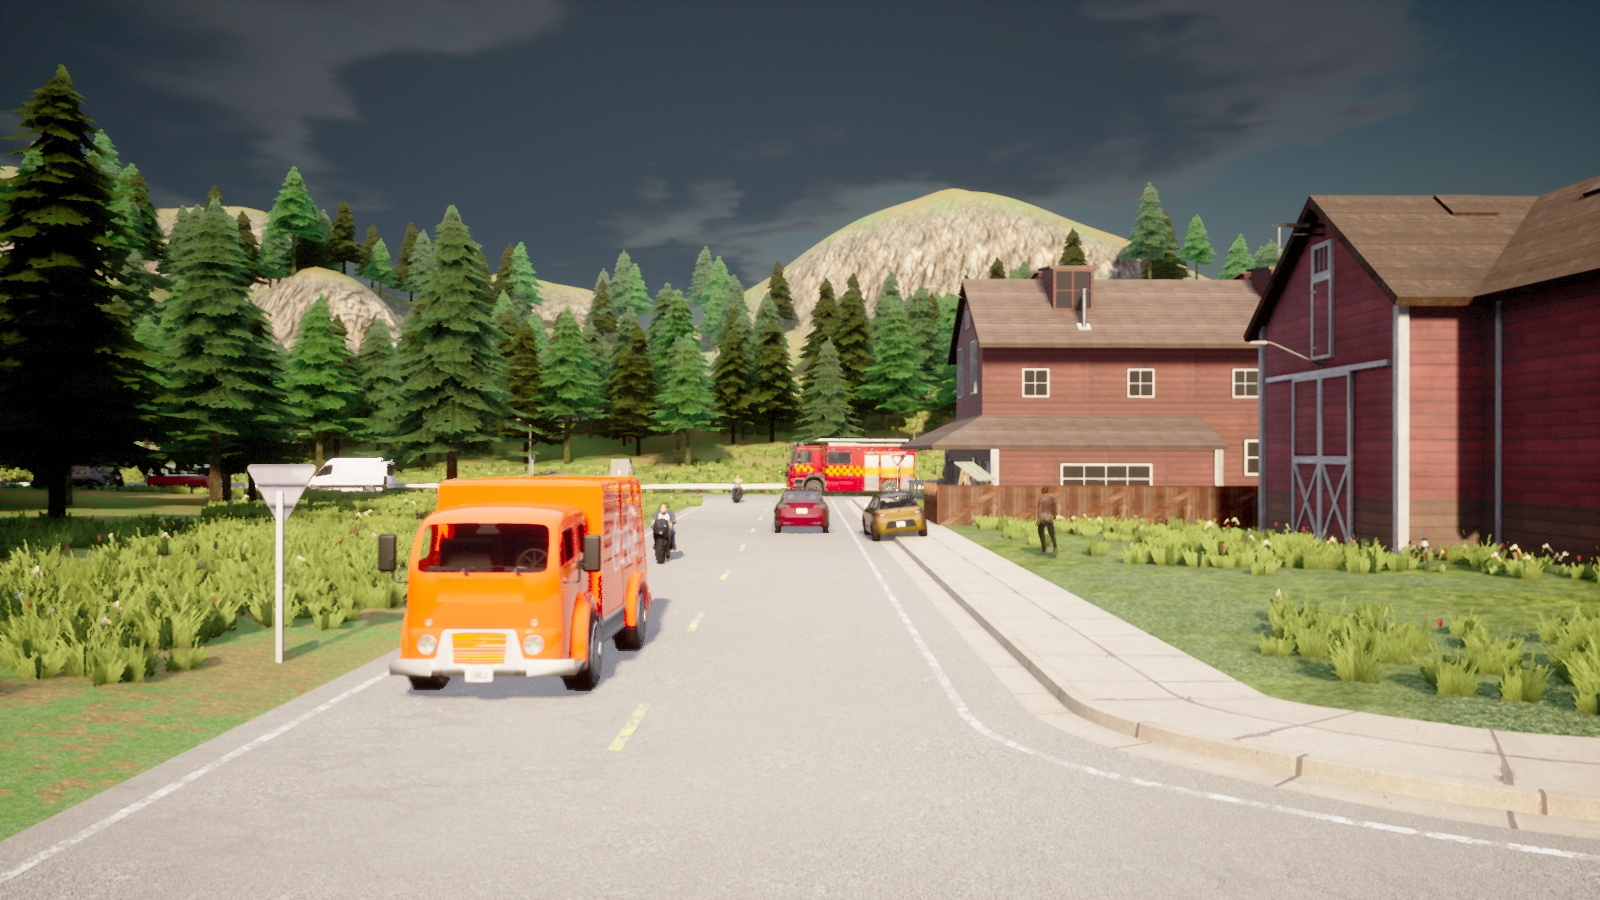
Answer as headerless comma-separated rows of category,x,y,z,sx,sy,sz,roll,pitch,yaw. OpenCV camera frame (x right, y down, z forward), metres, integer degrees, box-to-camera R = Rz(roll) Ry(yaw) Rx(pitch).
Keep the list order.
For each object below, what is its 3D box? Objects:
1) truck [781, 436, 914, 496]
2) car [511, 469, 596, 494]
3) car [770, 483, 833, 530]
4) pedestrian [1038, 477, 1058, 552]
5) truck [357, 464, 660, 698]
truck,3.103,1.045,75.817,8.468,3.827,2.891,0,-1,-5
car,-16.466,2.106,76.523,5.238,1.638,2.097,0,0,0
car,0.067,2.012,41.622,2.163,1.488,4.792,0,0,0
pedestrian,6.262,1.621,28.885,0.375,1.860,0.375,0,0,-11
truck,-3.476,1.452,14.969,2.627,2.467,5.204,0,0,0
